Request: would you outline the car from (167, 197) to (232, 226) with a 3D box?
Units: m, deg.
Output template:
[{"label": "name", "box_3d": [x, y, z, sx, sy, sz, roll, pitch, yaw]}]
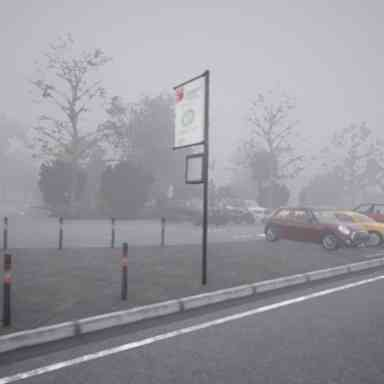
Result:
[{"label": "car", "box_3d": [0.159, 1.474, 26.326, 2.435, 2.045, 5.566, 2, -1, -36]}]

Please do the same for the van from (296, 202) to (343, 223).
[{"label": "van", "box_3d": [13.691, 2.163, 35.980, 1.878, 1.987, 4.442, 3, -2, -36]}]

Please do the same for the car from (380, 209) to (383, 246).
[{"label": "car", "box_3d": [8.042, 1.756, 16.930, 2.097, 1.535, 5.008, 2, -1, -36]}]

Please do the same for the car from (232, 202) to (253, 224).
[{"label": "car", "box_3d": [2.298, 1.816, 27.907, 2.231, 1.521, 4.892, 2, -1, -36]}]

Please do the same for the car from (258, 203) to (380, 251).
[{"label": "car", "box_3d": [5.575, 1.529, 15.171, 2.185, 1.767, 4.553, 2, -1, -36]}]

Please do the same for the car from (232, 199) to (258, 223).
[{"label": "car", "box_3d": [4.577, 1.661, 29.534, 2.435, 2.045, 5.566, 2, -1, -36]}]

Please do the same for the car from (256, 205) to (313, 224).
[{"label": "car", "box_3d": [9.081, 2.139, 33.038, 1.946, 1.575, 5.366, 3, -2, -36]}]

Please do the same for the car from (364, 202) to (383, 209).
[{"label": "car", "box_3d": [10.395, 1.603, 18.668, 2.435, 2.045, 5.566, 3, -2, -36]}]

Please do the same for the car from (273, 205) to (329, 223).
[{"label": "car", "box_3d": [11.240, 2.256, 34.590, 1.946, 1.575, 5.366, 3, -2, -36]}]
